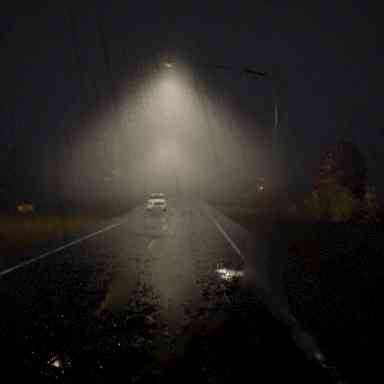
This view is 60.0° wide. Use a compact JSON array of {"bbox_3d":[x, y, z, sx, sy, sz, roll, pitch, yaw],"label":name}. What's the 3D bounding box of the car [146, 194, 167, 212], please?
[{"bbox_3d":[-4.120,1.243,39.162,2.150,2.045,5.566,0,0,-5],"label":"car"}]
